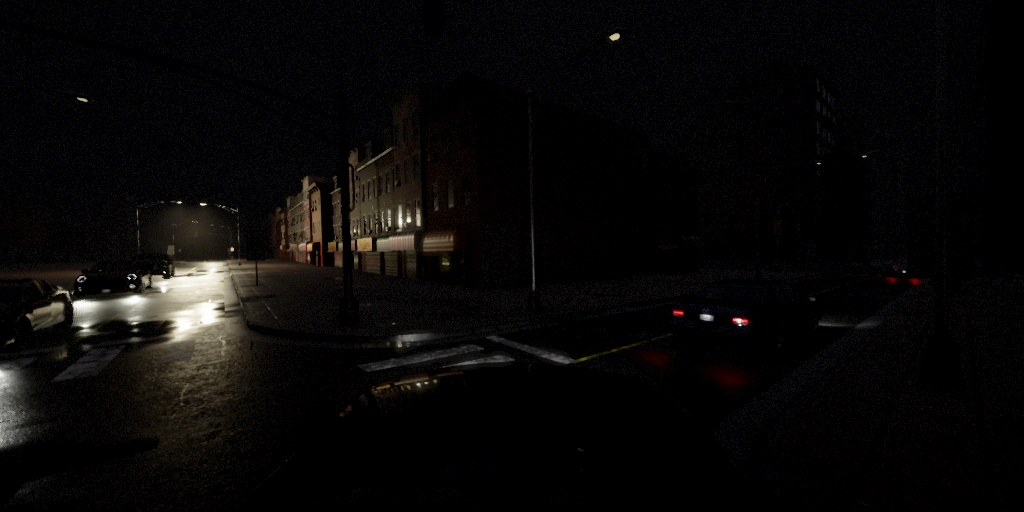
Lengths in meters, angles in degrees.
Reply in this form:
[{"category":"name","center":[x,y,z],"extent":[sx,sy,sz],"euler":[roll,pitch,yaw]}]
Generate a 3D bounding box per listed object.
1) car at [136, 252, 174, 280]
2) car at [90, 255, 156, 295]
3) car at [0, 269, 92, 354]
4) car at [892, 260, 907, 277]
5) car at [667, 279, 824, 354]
[{"category":"car","center":[-27.366,0.754,27.246],"extent":[2.150,2.045,5.566],"euler":[-2,2,-39]},{"category":"car","center":[-20.107,1.006,18.245],"extent":[2.097,1.767,4.553],"euler":[-2,2,-39]},{"category":"car","center":[-11.946,1.281,8.143],"extent":[2.128,1.511,4.902],"euler":[-2,2,-39]},{"category":"car","center":[33.661,1.020,29.938],"extent":[4.674,1.442,1.812],"euler":[0,0,-27]},{"category":"car","center":[5.872,1.268,8.767],"extent":[5.357,1.411,2.033],"euler":[0,0,-39]}]
